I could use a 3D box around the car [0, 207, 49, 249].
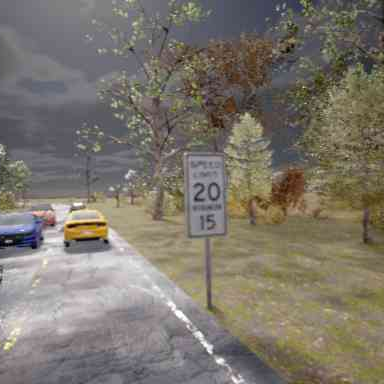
[{"bbox_3d":[-8.034,1.717,15.465,1.882,1.535,5.008,-2,0,-20],"label":"car"}]

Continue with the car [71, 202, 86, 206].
[{"bbox_3d":[-15.241,2.057,44.627,1.994,1.385,4.181,-2,0,-19],"label":"car"}]

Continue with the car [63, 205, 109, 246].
[{"bbox_3d":[-5.310,1.642,16.573,1.882,1.535,5.008,-2,0,-20],"label":"car"}]

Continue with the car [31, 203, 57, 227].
[{"bbox_3d":[-11.615,1.707,25.584,2.097,1.767,4.553,-2,0,-20],"label":"car"}]

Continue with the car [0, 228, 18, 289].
[{"bbox_3d":[-4.475,1.676,5.421,2.033,1.411,5.357,-2,0,-20],"label":"car"}]
